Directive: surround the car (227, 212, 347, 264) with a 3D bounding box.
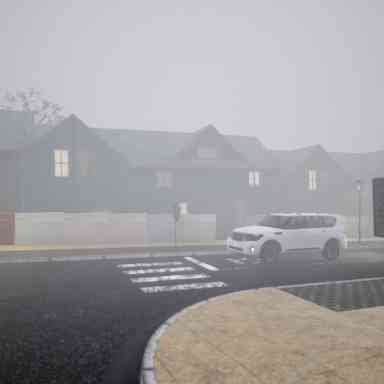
[{"bbox_3d":[4.303,1.923,14.809,5.566,2.045,2.150,2,-2,-24],"label":"car"}]
